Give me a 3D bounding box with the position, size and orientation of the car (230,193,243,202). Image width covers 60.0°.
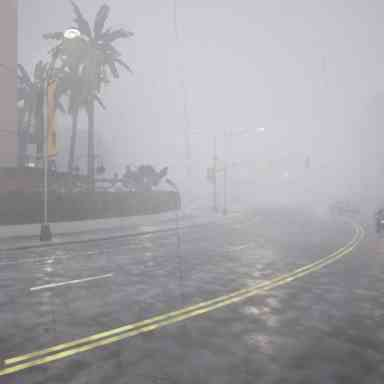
[{"bbox_3d":[10.654,1.467,77.808,2.097,1.535,5.008,0,0,6],"label":"car"}]

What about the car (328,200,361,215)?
[{"bbox_3d":[15.514,1.540,33.969,2.033,1.411,5.357,0,0,8],"label":"car"}]

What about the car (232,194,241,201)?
[{"bbox_3d":[11.256,1.341,84.206,2.185,1.767,4.553,0,0,6],"label":"car"}]

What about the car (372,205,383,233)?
[{"bbox_3d":[11.480,1.596,19.078,1.895,1.301,4.718,0,0,26],"label":"car"}]
